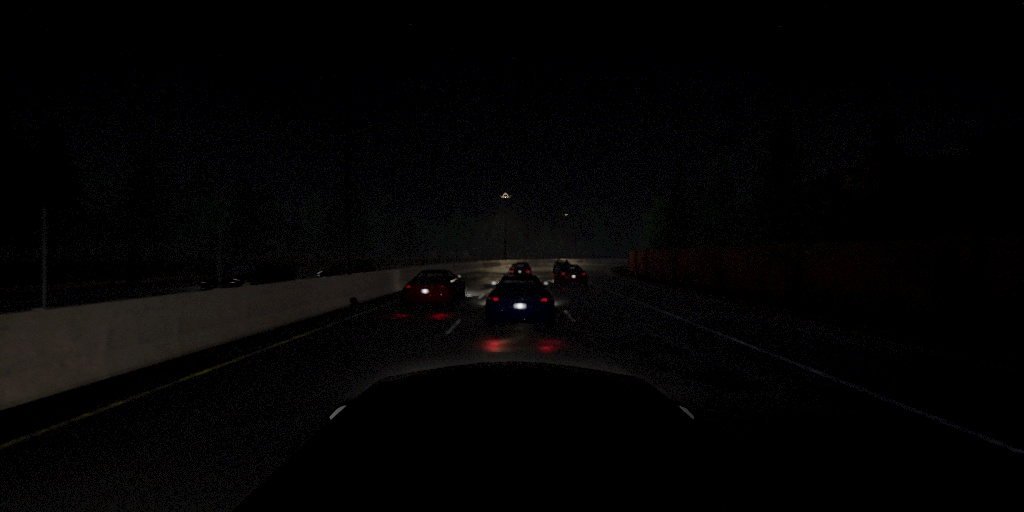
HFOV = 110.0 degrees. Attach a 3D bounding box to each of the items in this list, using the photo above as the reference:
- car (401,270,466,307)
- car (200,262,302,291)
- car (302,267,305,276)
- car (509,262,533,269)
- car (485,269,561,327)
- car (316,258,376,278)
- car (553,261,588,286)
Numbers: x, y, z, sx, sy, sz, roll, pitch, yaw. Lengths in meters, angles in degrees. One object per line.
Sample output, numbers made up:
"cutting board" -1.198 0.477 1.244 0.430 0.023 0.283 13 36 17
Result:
"car" -3.180 1.266 15.257 1.994 1.385 4.181 0 0 1
"car" -13.784 1.113 19.059 1.882 1.535 5.008 0 0 1
"car" -17.105 1.150 25.585 2.033 1.411 5.357 0 0 2
"car" 0.730 1.239 29.859 2.033 1.411 5.357 0 0 3
"car" 0.251 1.293 11.505 1.994 1.385 4.181 0 0 1
"car" -10.187 0.999 22.405 2.097 1.767 4.553 0 0 2
"car" 4.037 1.284 25.169 1.994 1.385 4.181 0 0 1
